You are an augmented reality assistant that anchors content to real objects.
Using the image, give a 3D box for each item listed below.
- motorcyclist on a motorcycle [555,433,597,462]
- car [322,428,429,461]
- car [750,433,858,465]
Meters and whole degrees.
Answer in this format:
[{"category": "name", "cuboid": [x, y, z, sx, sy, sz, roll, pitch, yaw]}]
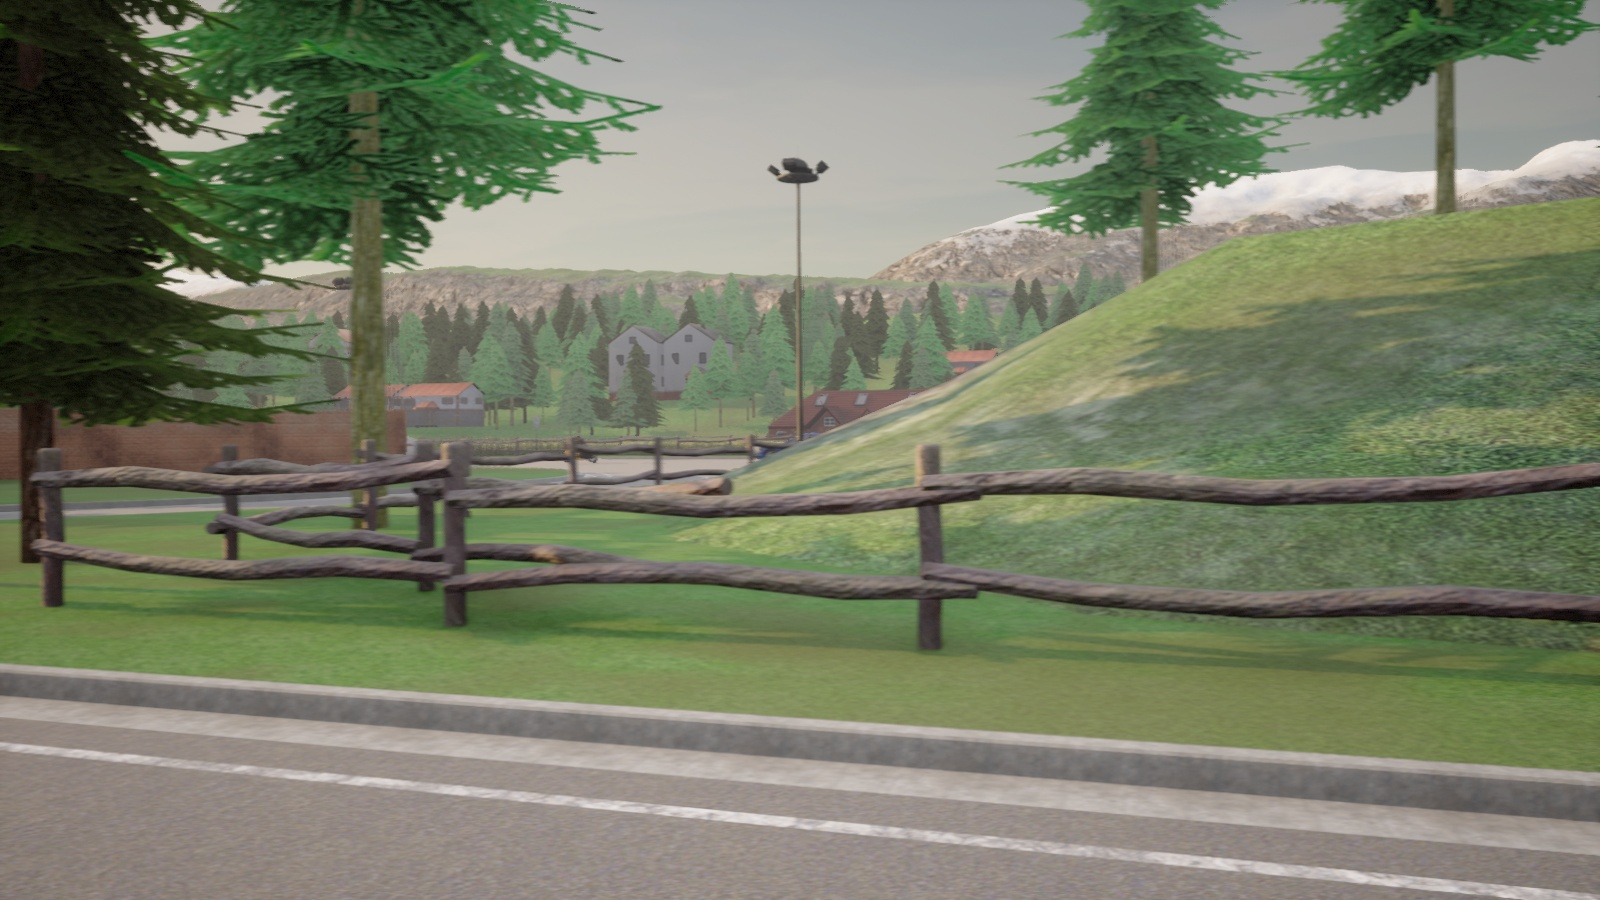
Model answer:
[{"category": "motorcyclist on a motorcycle", "cuboid": [-11.736, -0.123, 65.864, 2.044, 1.523, 0.797, 0, 1, 19]}, {"category": "car", "cuboid": [-22.218, -0.312, 65.723, 5.027, 1.651, 2.152, 0, 1, 19]}, {"category": "car", "cuboid": [0.206, -0.082, 61.812, 5.008, 1.535, 1.882, 0, 1, 19]}]
